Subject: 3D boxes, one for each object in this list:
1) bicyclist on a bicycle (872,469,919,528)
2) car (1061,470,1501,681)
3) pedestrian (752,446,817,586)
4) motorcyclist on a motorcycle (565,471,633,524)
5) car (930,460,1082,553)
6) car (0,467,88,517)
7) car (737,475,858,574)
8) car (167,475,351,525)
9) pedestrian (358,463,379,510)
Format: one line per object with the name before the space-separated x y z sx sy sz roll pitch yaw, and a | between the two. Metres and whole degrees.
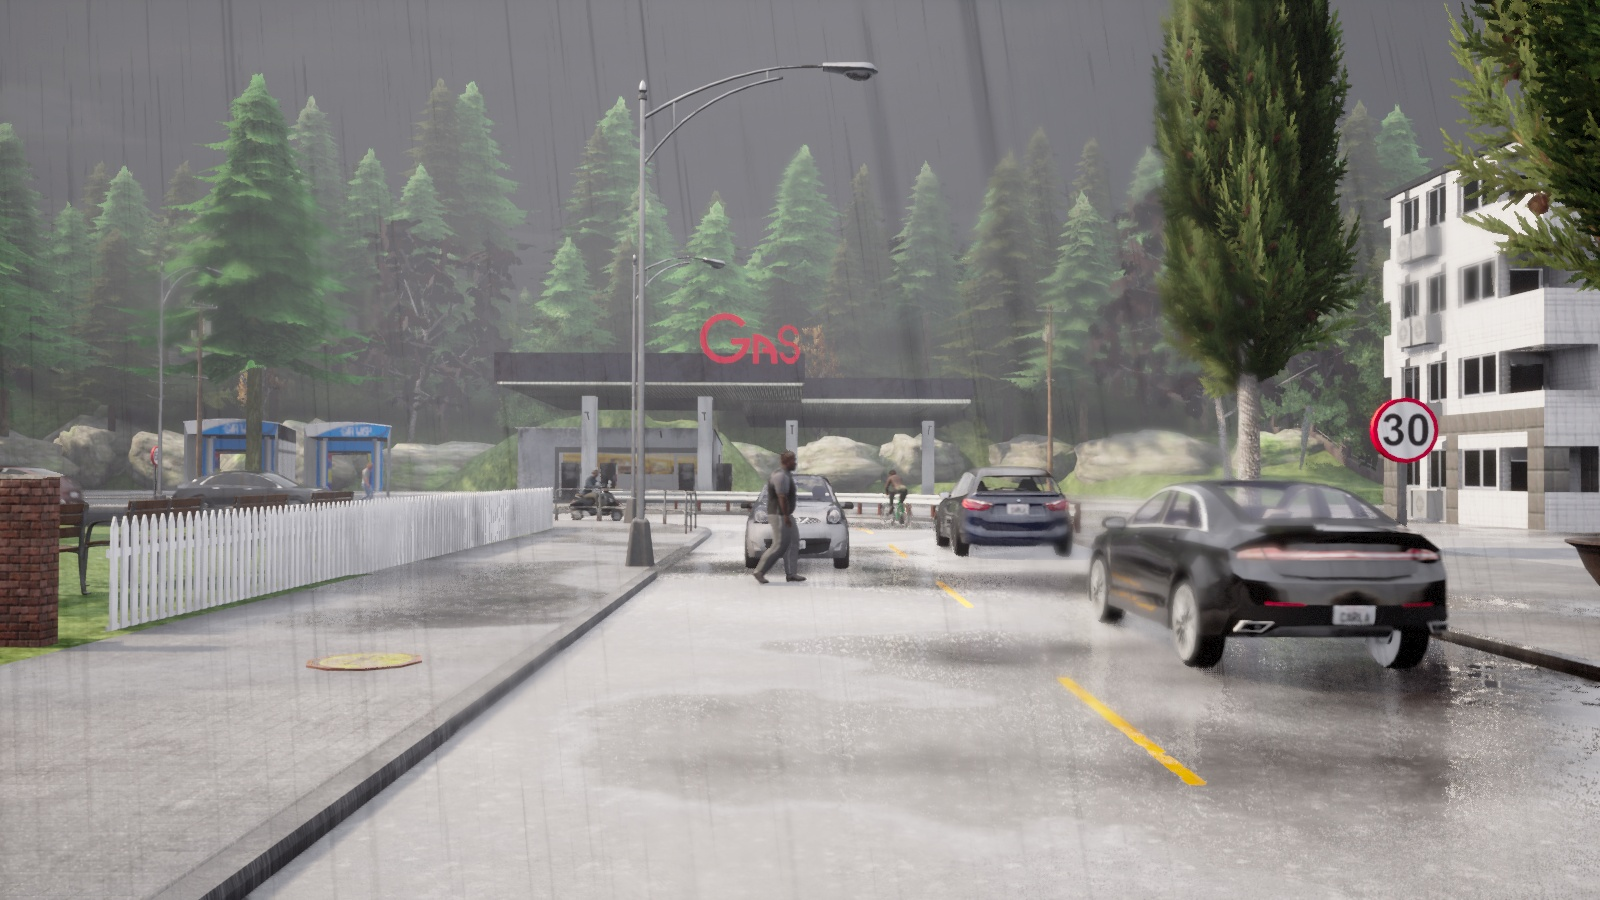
bicyclist on a bicycle | 2.688 1.353 35.467 0.582 1.620 1.656 -1 -1 -22
car | 3.978 0.947 11.508 2.128 1.511 4.902 0 -1 0
pedestrian | -0.202 0.895 17.179 0.849 1.883 0.563 0 -1 3
motorcyclist on a motorcycle | -6.118 1.435 38.265 1.817 1.590 0.866 0 1 15
car | 3.952 1.061 24.921 2.242 1.667 4.611 0 -1 0
car | -27.375 1.420 42.767 5.027 1.651 2.152 0 -1 0
car | -0.038 1.181 21.051 1.845 1.501 3.633 0 -1 0
car | -16.637 1.536 38.808 4.892 1.490 1.837 0 -1 0
pedestrian | -16.700 1.405 48.597 0.706 1.836 0.354 0 -1 -3
